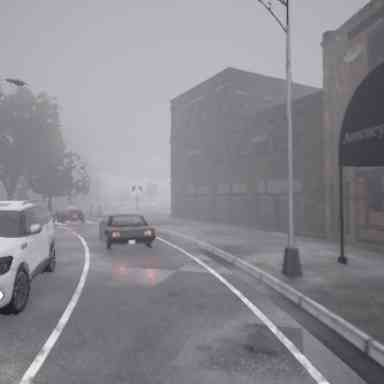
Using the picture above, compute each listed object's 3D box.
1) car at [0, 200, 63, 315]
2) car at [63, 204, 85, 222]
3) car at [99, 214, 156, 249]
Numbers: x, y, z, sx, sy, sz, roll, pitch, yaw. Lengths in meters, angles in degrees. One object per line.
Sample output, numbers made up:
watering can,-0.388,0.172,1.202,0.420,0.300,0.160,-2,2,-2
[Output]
car,-4.625,1.252,7.704,2.150,2.045,5.566,0,0,-13
car,-10.289,1.757,27.775,1.812,1.442,4.674,0,-1,-32
car,-3.043,1.636,14.797,1.895,1.301,4.718,0,0,-20
